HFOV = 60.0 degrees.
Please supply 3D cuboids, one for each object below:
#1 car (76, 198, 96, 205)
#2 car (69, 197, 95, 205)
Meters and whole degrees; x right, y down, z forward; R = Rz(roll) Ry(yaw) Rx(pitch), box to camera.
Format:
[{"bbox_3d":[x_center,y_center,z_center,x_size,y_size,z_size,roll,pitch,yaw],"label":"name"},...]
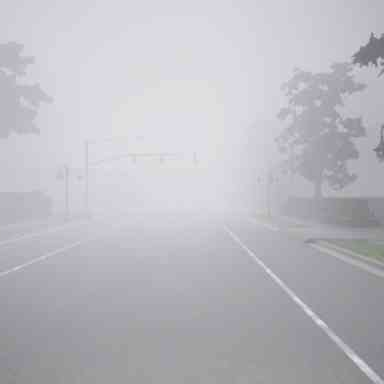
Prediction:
[{"bbox_3d":[-23.964,2.158,75.165,3.806,1.475,1.970,0,-1,1],"label":"car"},{"bbox_3d":[-23.252,1.944,69.415,4.611,1.667,2.242,0,-1,1],"label":"car"}]
